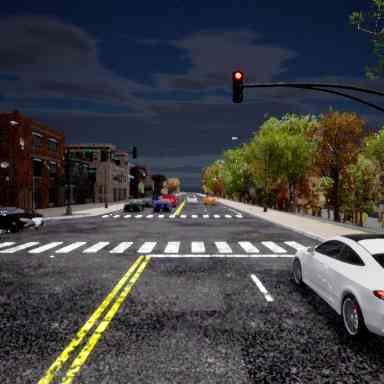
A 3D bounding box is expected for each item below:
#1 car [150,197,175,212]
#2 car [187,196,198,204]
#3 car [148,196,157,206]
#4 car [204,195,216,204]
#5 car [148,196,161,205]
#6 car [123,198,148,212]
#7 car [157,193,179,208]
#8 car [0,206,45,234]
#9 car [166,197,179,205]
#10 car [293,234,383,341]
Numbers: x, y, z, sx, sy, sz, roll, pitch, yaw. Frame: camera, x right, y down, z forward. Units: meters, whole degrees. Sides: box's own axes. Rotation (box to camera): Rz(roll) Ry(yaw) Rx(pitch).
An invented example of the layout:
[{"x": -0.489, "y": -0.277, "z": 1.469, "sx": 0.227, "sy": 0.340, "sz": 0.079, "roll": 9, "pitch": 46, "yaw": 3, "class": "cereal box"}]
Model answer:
[{"x": -3.353, "y": 1.595, "z": 38.429, "sx": 1.895, "sy": 1.301, "sz": 4.718, "roll": 0, "pitch": 0, "yaw": 0, "class": "car"}, {"x": 0.028, "y": 1.519, "z": 62.450, "sx": 1.812, "sy": 1.442, "sz": 4.674, "roll": 0, "pitch": 0, "yaw": 0, "class": "car"}, {"x": -6.625, "y": 1.541, "z": 49.111, "sx": 2.033, "sy": 1.411, "sz": 5.357, "roll": 0, "pitch": 0, "yaw": 0, "class": "car"}, {"x": 3.295, "y": 1.345, "z": 61.147, "sx": 2.097, "sy": 1.767, "sz": 4.553, "roll": 0, "pitch": 0, "yaw": 0, "class": "car"}, {"x": -6.625, "y": 1.519, "z": 59.783, "sx": 1.812, "sy": 1.442, "sz": 4.674, "roll": 0, "pitch": 0, "yaw": 0, "class": "car"}, {"x": -6.603, "y": 1.595, "z": 38.420, "sx": 1.895, "sy": 1.301, "sz": 4.718, "roll": 0, "pitch": 0, "yaw": 0, "class": "car"}, {"x": -3.381, "y": 1.216, "z": 48.838, "sx": 2.150, "sy": 2.045, "sz": 5.566, "roll": 0, "pitch": 0, "yaw": -1, "class": "car"}, {"x": -10.944, "y": 1.586, "z": 19.483, "sx": 4.902, "sy": 1.511, "sz": 2.128, "roll": -3, "pitch": 0, "yaw": 19, "class": "car"}, {"x": -3.378, "y": 1.555, "z": 59.331, "sx": 1.994, "sy": 1.385, "sz": 4.181, "roll": 0, "pitch": 0, "yaw": 0, "class": "car"}, {"x": 3.352, "y": 1.525, "z": 6.343, "sx": 1.812, "sy": 1.442, "sz": 4.674, "roll": 0, "pitch": 0, "yaw": 2, "class": "car"}]
